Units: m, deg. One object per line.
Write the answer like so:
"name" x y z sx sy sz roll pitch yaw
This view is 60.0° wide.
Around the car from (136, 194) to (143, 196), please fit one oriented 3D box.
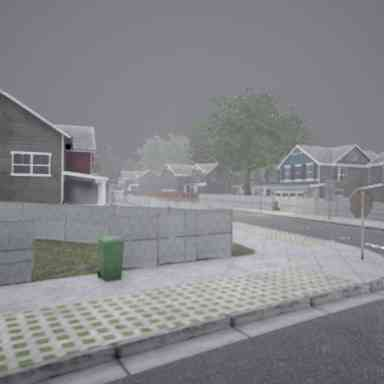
"car" -8.417 1.096 53.224 2.033 1.411 5.357 1 0 -29
